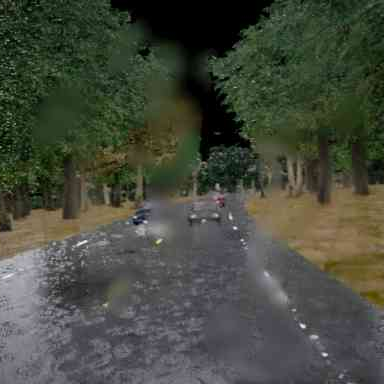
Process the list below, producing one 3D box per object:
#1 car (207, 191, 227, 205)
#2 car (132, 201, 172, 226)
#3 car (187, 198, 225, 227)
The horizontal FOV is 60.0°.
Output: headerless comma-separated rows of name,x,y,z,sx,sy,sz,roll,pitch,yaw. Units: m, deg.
car,2.792,0.674,37.877,2.097,1.767,4.553,-2,1,9
car,-2.569,1.352,22.548,2.033,1.411,5.357,-2,1,5
car,0.849,1.287,20.322,1.895,1.301,4.718,-2,1,5
